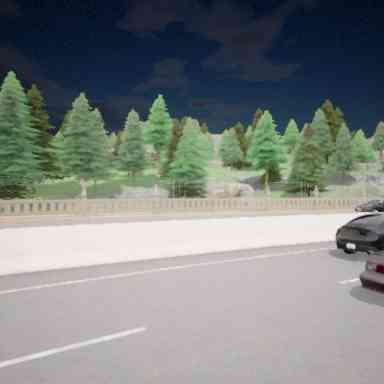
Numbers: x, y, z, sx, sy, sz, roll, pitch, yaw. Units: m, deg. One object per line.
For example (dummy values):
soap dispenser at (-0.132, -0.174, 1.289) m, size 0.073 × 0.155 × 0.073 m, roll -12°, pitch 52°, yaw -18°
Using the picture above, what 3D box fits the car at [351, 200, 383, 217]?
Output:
car at (17.734, 1.494, 31.451) m, size 4.892 × 1.490 × 1.837 m, roll 0°, pitch 0°, yaw -17°

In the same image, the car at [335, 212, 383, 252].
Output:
car at (7.270, 1.502, 11.869) m, size 4.892 × 1.490 × 1.837 m, roll 0°, pitch 0°, yaw -28°

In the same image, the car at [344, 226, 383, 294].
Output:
car at (6.044, 1.550, 7.328) m, size 5.357 × 1.411 × 2.033 m, roll 0°, pitch 0°, yaw -29°
